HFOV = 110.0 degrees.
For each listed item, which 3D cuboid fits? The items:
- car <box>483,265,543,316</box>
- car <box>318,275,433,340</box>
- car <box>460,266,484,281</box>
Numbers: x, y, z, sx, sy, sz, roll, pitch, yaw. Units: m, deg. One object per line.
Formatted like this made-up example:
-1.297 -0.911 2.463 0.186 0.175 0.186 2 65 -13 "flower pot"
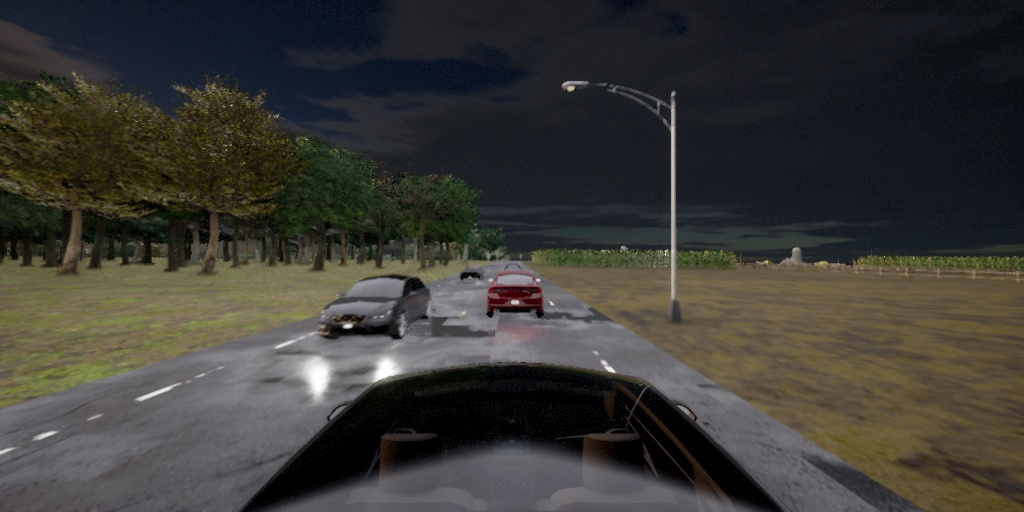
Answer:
0.099 1.308 13.758 1.882 1.535 5.008 0 0 0 "car"
-3.590 1.317 10.286 1.837 1.490 4.892 0 -1 0 "car"
-3.529 1.528 32.511 1.895 1.301 4.718 0 0 0 "car"
